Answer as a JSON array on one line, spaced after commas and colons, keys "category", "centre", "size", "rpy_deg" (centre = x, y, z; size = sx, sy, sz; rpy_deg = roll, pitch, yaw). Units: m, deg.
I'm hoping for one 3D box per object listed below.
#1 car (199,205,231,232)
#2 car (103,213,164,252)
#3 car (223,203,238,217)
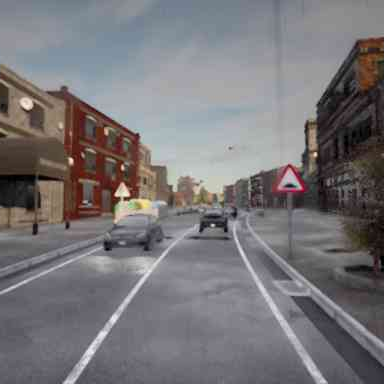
[{"category": "car", "centre": [1.589, 1.880, 23.162], "size": [1.837, 1.490, 4.892], "rpy_deg": [0, -1, 7]}, {"category": "car", "centre": [-2.444, 1.707, 14.911], "size": [1.812, 1.442, 4.674], "rpy_deg": [-1, -1, 5]}, {"category": "car", "centre": [4.615, 2.219, 41.291], "size": [2.033, 1.649, 4.856], "rpy_deg": [-1, -1, 11]}]
